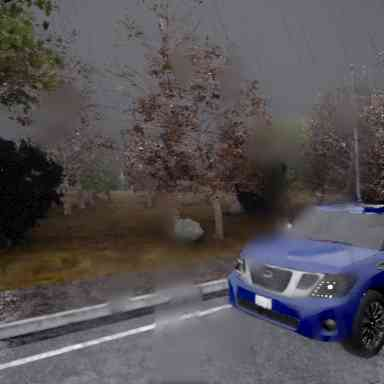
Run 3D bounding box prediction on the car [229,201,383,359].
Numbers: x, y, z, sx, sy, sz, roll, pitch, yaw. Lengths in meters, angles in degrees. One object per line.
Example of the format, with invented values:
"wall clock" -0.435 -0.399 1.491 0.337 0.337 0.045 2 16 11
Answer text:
"car" 3.278 1.218 6.348 5.566 2.045 2.150 0 0 -35
